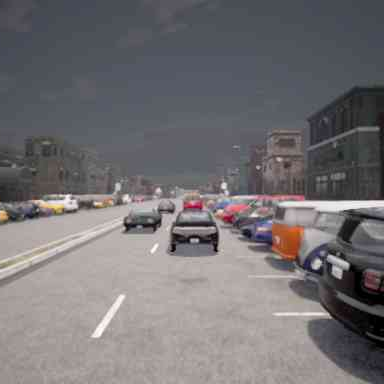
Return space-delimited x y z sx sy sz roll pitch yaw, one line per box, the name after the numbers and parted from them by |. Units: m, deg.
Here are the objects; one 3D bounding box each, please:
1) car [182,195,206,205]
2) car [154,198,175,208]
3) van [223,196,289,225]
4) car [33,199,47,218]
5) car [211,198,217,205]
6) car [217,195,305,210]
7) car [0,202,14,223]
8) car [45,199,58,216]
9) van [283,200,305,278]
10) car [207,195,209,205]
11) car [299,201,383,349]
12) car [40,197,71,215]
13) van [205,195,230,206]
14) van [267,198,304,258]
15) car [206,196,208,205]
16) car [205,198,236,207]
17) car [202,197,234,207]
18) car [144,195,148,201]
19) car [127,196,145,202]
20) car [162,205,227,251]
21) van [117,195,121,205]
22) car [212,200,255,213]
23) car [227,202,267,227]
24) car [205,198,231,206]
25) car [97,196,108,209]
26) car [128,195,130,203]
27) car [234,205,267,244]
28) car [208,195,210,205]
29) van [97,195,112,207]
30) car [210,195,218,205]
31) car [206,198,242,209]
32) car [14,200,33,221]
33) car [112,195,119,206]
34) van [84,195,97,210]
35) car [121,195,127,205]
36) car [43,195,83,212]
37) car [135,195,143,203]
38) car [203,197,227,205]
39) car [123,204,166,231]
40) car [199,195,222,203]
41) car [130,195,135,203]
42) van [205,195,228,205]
0.085 1.333 36.795 2.150 2.045 5.566 0 0 0 | car
-2.916 1.684 38.141 1.994 1.385 4.181 0 0 0 | car
4.583 1.306 24.183 4.442 1.987 1.878 0 0 0 | van
-15.530 1.597 28.444 4.792 1.488 2.163 0 0 0 | car
4.513 1.540 26.962 5.366 1.575 1.946 0 0 0 | car
4.672 1.269 21.406 5.566 2.045 2.435 0 0 0 | car
-15.680 1.540 22.929 5.366 1.575 1.946 0 0 0 | car
-15.507 1.622 31.200 4.674 1.452 2.002 0 0 0 | car
4.590 1.260 7.511 4.442 1.987 1.878 0 0 0 | van
4.660 1.509 43.637 4.553 1.767 2.185 0 0 0 | car
4.736 1.232 4.730 5.566 2.045 2.435 0 0 0 | car
-15.513 1.597 33.958 5.008 1.535 2.097 0 0 0 | car
4.799 1.556 63.091 4.442 1.987 1.878 0 0 0 | van
4.822 1.266 10.288 4.442 1.987 1.878 0 0 0 | van
4.696 1.655 46.414 4.892 1.521 2.231 0 0 0 | car
4.681 1.717 54.751 5.008 1.535 2.097 0 0 0 | car
4.500 1.736 57.530 5.366 1.575 1.946 0 0 0 | car
-15.547 1.740 89.110 5.566 2.045 2.435 0 0 0 | car
-15.547 1.880 91.867 4.553 1.767 2.185 0 0 0 | car
0.093 1.511 14.189 2.128 1.511 4.902 0 0 0 | car
-15.422 1.555 58.774 4.442 1.987 1.878 0 0 0 | van
4.691 1.639 38.077 4.674 1.452 2.002 0 0 0 | car
4.695 1.513 18.625 4.892 1.521 2.231 0 0 0 | car
4.686 1.801 60.310 4.674 1.452 2.002 0 0 0 | car
-15.339 1.688 47.743 5.366 1.575 1.946 0 0 0 | car
-15.579 1.723 67.170 4.553 1.767 2.185 0 0 0 | car
4.673 1.533 15.846 4.792 1.488 2.163 0 0 0 | car
4.661 1.491 40.857 4.553 1.767 2.185 0 0 0 | car
-15.648 1.509 53.258 4.442 1.987 1.878 0 0 0 | van
4.669 1.303 29.741 5.566 2.045 2.435 0 0 0 | car
4.684 1.675 49.191 5.008 1.535 2.097 0 0 0 | car
-15.491 1.556 25.685 4.892 1.521 2.231 0 0 0 | car
-15.540 1.757 56.015 5.008 1.535 2.097 0 0 0 | car
-15.638 1.444 44.986 4.442 1.987 1.878 0 0 0 | van
-15.570 1.552 61.532 5.566 2.045 2.435 0 0 0 | car
-15.539 1.363 36.715 5.566 2.045 2.435 0 0 0 | car
-15.539 1.990 83.592 4.792 1.488 2.163 0 0 0 | car
4.674 1.825 68.648 4.892 1.521 2.231 0 0 0 | car
-2.908 1.639 20.685 1.895 1.301 4.718 0 0 0 | car
4.646 1.671 82.548 5.566 2.045 2.435 0 0 0 | car
-15.580 1.618 69.807 5.566 2.045 2.435 0 0 0 | car
4.799 1.577 65.870 4.442 1.987 1.878 0 0 0 | van
